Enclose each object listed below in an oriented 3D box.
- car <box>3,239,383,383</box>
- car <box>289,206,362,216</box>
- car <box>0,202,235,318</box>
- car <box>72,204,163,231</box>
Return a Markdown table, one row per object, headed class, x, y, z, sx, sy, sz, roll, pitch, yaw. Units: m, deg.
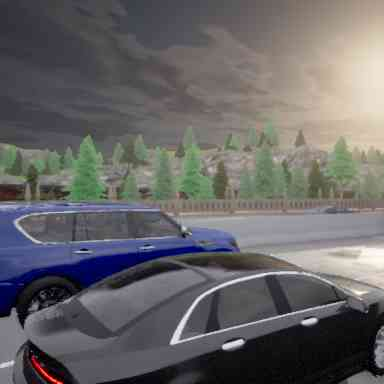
| class | x | y | z | sx | sy | sz | roll | pitch | yaw |
| --- | --- | --- | --- | --- | --- | --- | --- | --- | --- |
| car | 0.641 | 1.501 | 3.990 | 4.892 | 1.490 | 1.837 | 0 | 0 | -34 |
| car | 8.149 | 1.553 | 20.311 | 5.357 | 1.411 | 2.033 | 0 | 0 | -24 |
| car | -1.472 | 1.220 | 6.817 | 5.566 | 2.045 | 2.150 | 0 | 0 | -34 |
| car | -4.724 | 1.555 | 21.491 | 5.357 | 1.411 | 2.033 | 0 | 0 | -31 |
